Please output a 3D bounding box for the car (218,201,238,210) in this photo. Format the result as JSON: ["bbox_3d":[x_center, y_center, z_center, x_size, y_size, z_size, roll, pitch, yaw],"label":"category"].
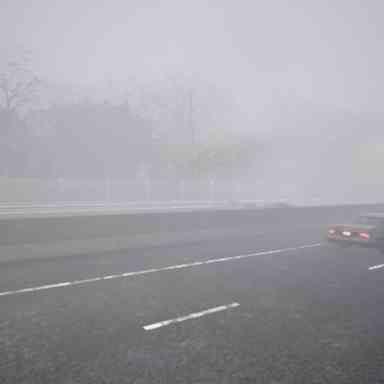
[{"bbox_3d":[4.712,1.563,28.756,4.181,1.385,1.994,0,0,-35],"label":"car"}]

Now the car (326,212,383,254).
[{"bbox_3d":[7.646,1.546,13.497,5.357,1.411,2.033,0,0,-36],"label":"car"}]

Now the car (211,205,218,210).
[{"bbox_3d":[3.810,1.563,32.399,4.181,1.385,1.994,0,0,-35],"label":"car"}]

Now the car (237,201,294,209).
[{"bbox_3d":[6.088,1.505,25.444,4.892,1.490,1.837,1,0,-35],"label":"car"}]
